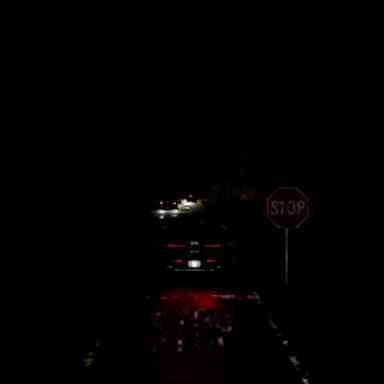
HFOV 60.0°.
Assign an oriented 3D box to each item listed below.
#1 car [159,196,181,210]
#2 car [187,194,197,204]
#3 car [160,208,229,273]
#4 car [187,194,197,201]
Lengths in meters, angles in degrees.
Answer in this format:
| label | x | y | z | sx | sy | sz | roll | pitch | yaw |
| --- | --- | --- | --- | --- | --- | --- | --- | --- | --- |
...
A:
| label | x | y | z | sx | sy | sz | roll | pitch | yaw |
| --- | --- | --- | --- | --- | --- | --- | --- | --- | --- |
| car | -2.847 | 1.293 | 41.499 | 2.097 | 1.767 | 4.553 | 0 | 0 | 0 |
| car | -0.011 | 1.478 | 63.593 | 1.994 | 1.385 | 4.181 | 0 | 0 | 0 |
| car | 0.072 | 1.490 | 10.554 | 1.837 | 1.490 | 4.892 | 0 | 0 | 0 |
| car | -0.013 | 1.261 | 73.596 | 2.128 | 1.511 | 4.902 | 0 | 0 | 0 |
